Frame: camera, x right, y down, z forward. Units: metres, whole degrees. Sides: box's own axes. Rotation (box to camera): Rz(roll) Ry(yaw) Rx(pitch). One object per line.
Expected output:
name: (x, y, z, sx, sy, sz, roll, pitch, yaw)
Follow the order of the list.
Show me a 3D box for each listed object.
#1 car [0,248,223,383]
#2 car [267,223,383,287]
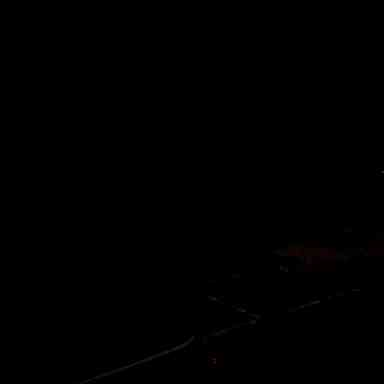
car: (-1.960, 1.348, 1.978, 4.553, 1.767, 2.097, 1, 0, -36)
car: (4.262, 1.613, 9.573, 4.829, 1.417, 1.752, 0, 0, -34)
